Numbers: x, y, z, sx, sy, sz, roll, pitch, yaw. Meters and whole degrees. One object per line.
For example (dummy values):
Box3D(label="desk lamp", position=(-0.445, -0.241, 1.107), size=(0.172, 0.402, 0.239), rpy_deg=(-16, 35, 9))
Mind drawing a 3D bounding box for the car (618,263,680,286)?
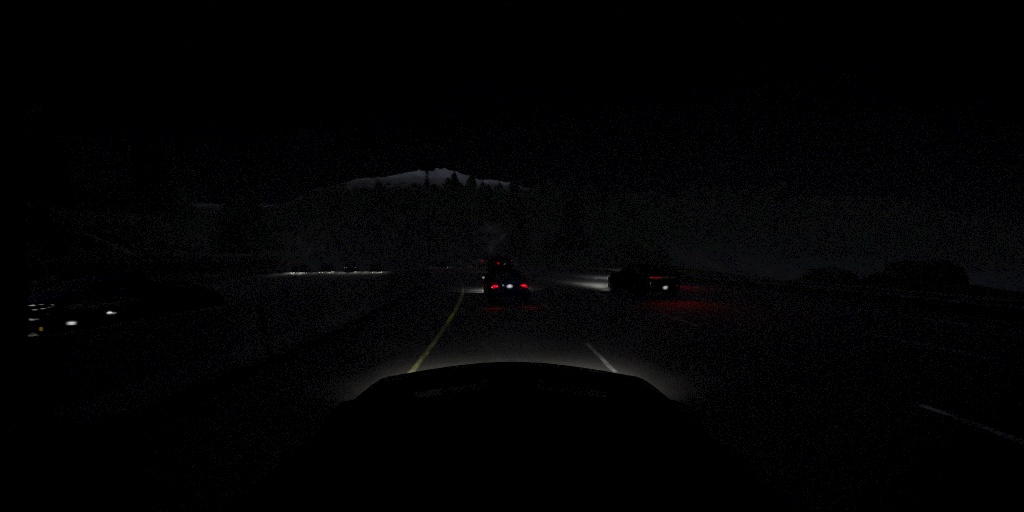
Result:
Box3D(label="car", position=(9.330, 1.221, 24.859), size=(1.895, 1.301, 4.718), rpy_deg=(-1, 0, -9))

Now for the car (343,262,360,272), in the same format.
Box3D(label="car", position=(-23.529, 1.568, 52.620), size=(1.837, 1.490, 4.892), rpy_deg=(-1, 0, -21))

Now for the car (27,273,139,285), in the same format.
Box3D(label="car", position=(-14.522, 1.425, 12.509), size=(1.882, 1.535, 5.008), rpy_deg=(-1, 0, -5))

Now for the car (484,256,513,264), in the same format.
Box3D(label="car", position=(-1.483, 0.989, 42.554), size=(2.150, 2.045, 5.566), rpy_deg=(0, 0, -15))

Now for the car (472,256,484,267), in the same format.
Box3D(label="car", position=(-5.526, 1.042, 64.782), size=(2.150, 2.045, 5.566), rpy_deg=(-1, 0, -23))

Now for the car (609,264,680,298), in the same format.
Box3D(label="car", position=(6.367, 1.153, 17.805), size=(2.128, 1.511, 4.902), rpy_deg=(-1, 0, -5))

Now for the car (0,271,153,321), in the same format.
Box3D(label="car", position=(-18.228, 1.490, 14.836), size=(2.128, 1.511, 4.902), rpy_deg=(-1, 0, -6))

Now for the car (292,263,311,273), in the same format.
Box3D(label="car", position=(-31.357, 1.736, 53.431), size=(1.994, 1.385, 4.181), rpy_deg=(-1, 0, -22))

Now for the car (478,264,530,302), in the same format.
Box3D(label="car", position=(-0.381, 1.301, 17.183), size=(2.033, 1.411, 5.357), rpy_deg=(-1, 0, -7))

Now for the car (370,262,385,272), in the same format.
Box3D(label="car", position=(-19.599, 1.562, 52.278), size=(2.033, 1.411, 5.357), rpy_deg=(-1, 0, -20))

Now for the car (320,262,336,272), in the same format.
Box3D(label="car", position=(-28.142, 1.679, 54.899), size=(2.033, 1.411, 5.357), rpy_deg=(-1, 0, -22))

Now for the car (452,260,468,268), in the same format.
Box3D(label="car", position=(-9.311, 1.398, 64.363), size=(1.812, 1.442, 4.674), rpy_deg=(0, 0, -24))

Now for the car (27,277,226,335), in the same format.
Box3D(label="car", position=(-10.913, 1.462, 10.773), size=(1.994, 1.385, 4.181), rpy_deg=(-1, 0, -3))

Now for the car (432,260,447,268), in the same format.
Box3D(label="car", position=(-12.971, 1.448, 63.971), size=(1.812, 1.442, 4.674), rpy_deg=(-1, 0, -24))
